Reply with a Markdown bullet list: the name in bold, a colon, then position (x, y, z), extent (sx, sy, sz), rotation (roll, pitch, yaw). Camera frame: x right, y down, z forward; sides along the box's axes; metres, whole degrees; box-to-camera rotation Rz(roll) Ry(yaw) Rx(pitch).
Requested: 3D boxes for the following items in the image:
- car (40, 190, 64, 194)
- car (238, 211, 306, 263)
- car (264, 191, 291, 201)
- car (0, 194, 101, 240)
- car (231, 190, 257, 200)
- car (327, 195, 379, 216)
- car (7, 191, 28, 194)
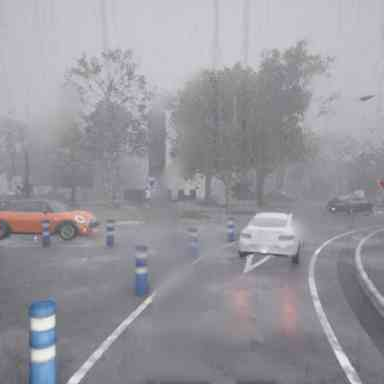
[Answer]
- **car**: position (-22.244, 0.482, 51.879), extent (1.812, 1.442, 4.674), rotation (1, 2, 40)
- **car**: position (2.867, 1.383, 11.521), extent (1.812, 1.442, 4.674), rotation (1, 1, 21)
- **car**: position (12.837, 0.537, 50.710), extent (1.812, 1.442, 4.674), rotation (0, 1, -35)
- **car**: position (-6.512, 1.123, 15.076), extent (4.553, 1.767, 2.097), rotation (0, 1, 6)
- **car**: position (7.961, 0.489, 51.490), extent (1.837, 1.490, 4.892), rotation (1, 1, -45)
- **car**: position (13.107, 1.044, 27.052), extent (4.892, 1.490, 1.837), rotation (-1, 0, -30)
- **car**: position (-23.245, 0.629, 43.636), extent (1.812, 1.442, 4.674), rotation (0, 1, 23)
